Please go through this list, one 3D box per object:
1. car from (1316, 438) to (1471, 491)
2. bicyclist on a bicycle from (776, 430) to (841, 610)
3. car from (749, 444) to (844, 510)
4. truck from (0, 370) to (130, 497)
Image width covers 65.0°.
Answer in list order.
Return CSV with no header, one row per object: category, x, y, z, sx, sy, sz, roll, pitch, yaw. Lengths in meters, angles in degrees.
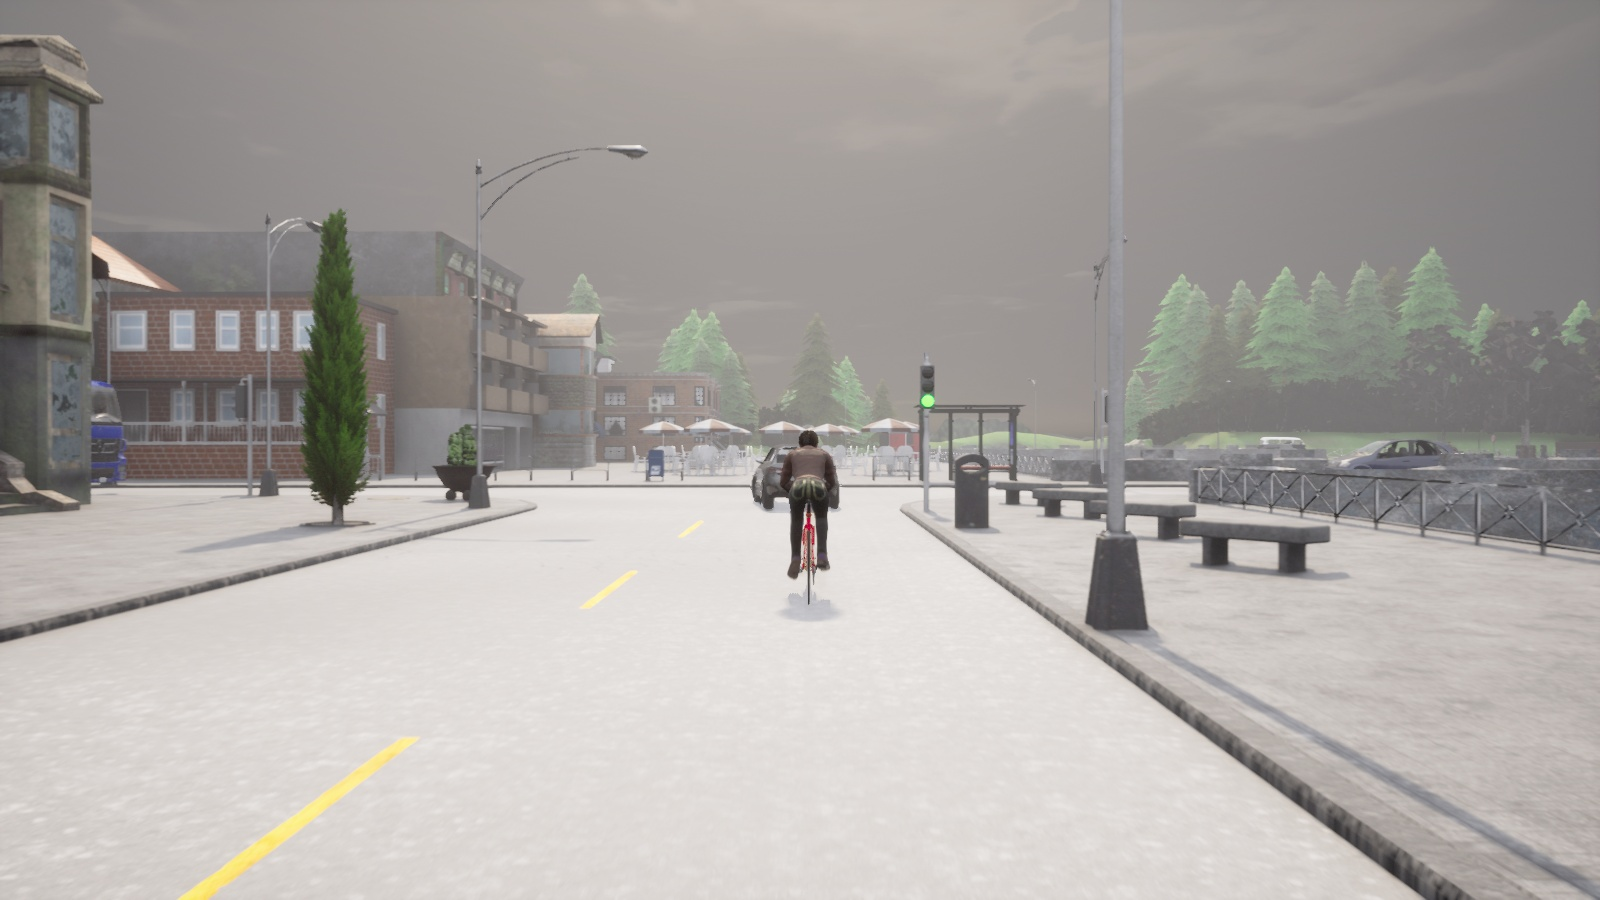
car,18.567,0.437,39.432,3.988,1.617,1.851,0,0,0
bicyclist on a bicycle,0.082,0.631,12.166,0.582,1.620,1.656,0,0,0
car,-0.155,0.591,30.039,1.816,1.474,4.193,0,0,-6
truck,-23.762,-0.455,35.664,7.936,3.462,2.891,0,0,1
